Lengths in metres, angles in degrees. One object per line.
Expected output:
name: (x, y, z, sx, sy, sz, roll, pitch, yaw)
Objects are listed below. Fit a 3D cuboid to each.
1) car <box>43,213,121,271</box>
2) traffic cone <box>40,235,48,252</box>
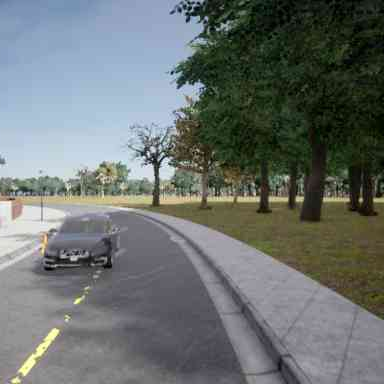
car: (-3.467, 1.510, 11.122, 1.837, 1.490, 4.892, 0, 0, -9)
traffic cone: (-5.615, 1.963, 12.758, 0.340, 0.580, 0.340, 0, 0, -10)
